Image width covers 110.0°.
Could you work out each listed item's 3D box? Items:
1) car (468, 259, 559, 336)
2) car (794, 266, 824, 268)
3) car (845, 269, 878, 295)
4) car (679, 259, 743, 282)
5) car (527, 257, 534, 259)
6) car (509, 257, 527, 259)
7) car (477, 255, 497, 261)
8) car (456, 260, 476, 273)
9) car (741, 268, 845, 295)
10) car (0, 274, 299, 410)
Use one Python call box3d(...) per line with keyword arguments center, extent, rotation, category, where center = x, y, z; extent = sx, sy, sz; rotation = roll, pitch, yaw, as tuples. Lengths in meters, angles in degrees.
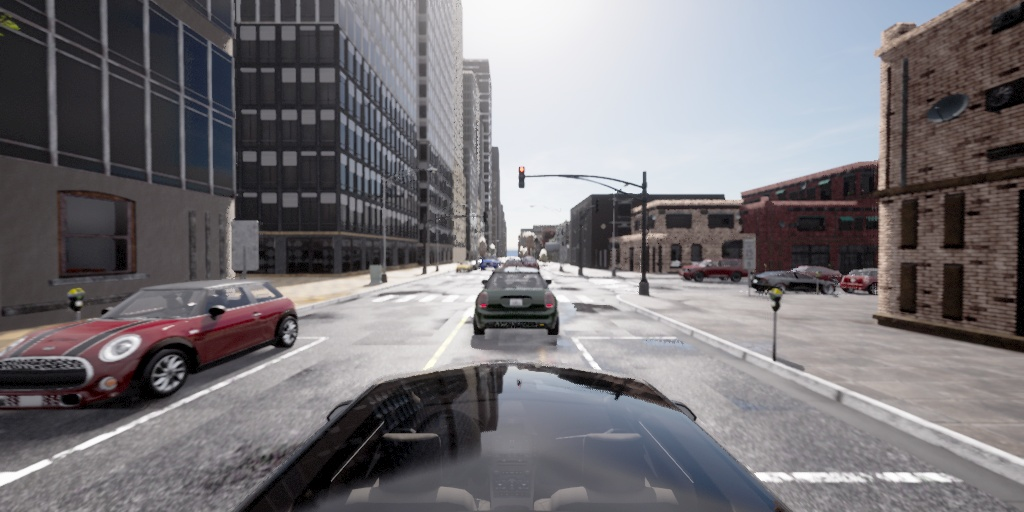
box3d(center=(0.138, 1.098, 10.541), extent=(2.097, 1.767, 4.553), rotation=(0, 0, 1), category="car")
box3d(center=(21.939, 1.463, 26.815), extent=(4.674, 1.442, 1.812), rotation=(1, 1, 1), category="car")
box3d(center=(21.964, 1.470, 21.032), extent=(4.097, 1.591, 1.967), rotation=(0, 0, 1), category="car")
box3d(center=(16.525, 1.158, 29.484), extent=(5.009, 1.841, 2.192), rotation=(0, 0, 1), category="car")
box3d(center=(2.702, 1.166, 49.770), extent=(1.967, 1.591, 4.097), rotation=(0, 0, 0), category="car")
box3d(center=(0.108, 1.084, 36.118), extent=(2.097, 1.767, 4.553), rotation=(0, 0, 0), category="car")
box3d(center=(-3.066, 0.946, 49.088), extent=(2.150, 2.045, 5.566), rotation=(0, 0, 1), category="car")
box3d(center=(-5.818, 1.253, 44.013), extent=(1.751, 1.417, 4.829), rotation=(0, 0, 0), category="car")
box3d(center=(16.416, 1.543, 21.105), extent=(4.313, 1.339, 1.948), rotation=(0, 0, 1), category="car")
box3d(center=(-5.690, 1.187, 6.235), extent=(1.967, 1.591, 4.097), rotation=(0, 0, 0), category="car")
